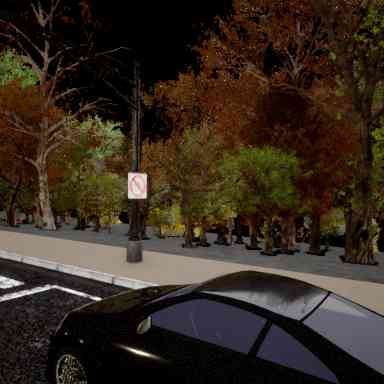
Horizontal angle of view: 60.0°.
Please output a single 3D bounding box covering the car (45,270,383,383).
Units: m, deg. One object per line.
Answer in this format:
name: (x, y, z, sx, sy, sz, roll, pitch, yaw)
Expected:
car: (0.374, 1.564, 3.420, 4.181, 1.385, 1.994, 0, 0, 36)
